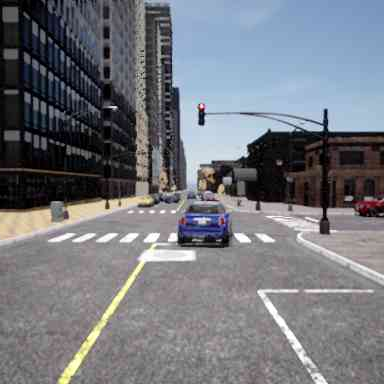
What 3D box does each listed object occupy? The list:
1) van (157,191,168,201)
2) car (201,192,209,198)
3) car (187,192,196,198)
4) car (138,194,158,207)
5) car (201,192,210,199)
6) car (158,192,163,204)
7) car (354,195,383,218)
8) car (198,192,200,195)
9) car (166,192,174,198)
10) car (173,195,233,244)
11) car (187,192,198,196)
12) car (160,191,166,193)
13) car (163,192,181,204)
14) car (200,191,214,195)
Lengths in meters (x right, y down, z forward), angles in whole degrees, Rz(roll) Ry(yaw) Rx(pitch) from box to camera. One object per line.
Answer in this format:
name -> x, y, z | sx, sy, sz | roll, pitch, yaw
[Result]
van -> -5.736, 0.751, 65.321 | 1.690, 1.788, 3.998 | -1, 1, 0
car -> 3.066, 0.771, 81.252 | 1.837, 1.490, 4.892 | 0, 0, 0
car -> -0.078, 0.727, 79.683 | 2.128, 1.511, 4.902 | 0, 1, 0
car -> -5.881, 1.139, 42.577 | 1.752, 1.417, 4.829 | -1, 1, 0
car -> 3.073, 0.833, 74.251 | 1.837, 1.490, 4.892 | 0, 0, 0
car -> -5.715, 1.128, 48.391 | 1.947, 1.339, 4.313 | -1, 1, 0
car -> 16.499, 1.165, 28.069 | 5.009, 1.841, 2.192 | 1, 1, 1
car -> 2.617, 0.775, 59.630 | 2.192, 1.841, 5.009 | -1, 1, 0
car -> -5.755, 0.735, 87.728 | 1.752, 1.417, 4.829 | -1, 1, 0
car -> 0.745, 1.211, 15.288 | 2.097, 1.767, 4.553 | 0, 0, 9
car -> -0.070, 0.714, 70.868 | 2.097, 1.767, 4.553 | 0, 1, 0
car -> -5.726, 1.026, 59.679 | 1.947, 1.339, 4.313 | -1, 1, 0
car -> -3.136, 1.097, 51.572 | 1.994, 1.385, 4.181 | 0, 1, 0
car -> 2.630, 1.002, 48.343 | 1.967, 1.590, 4.097 | -1, 1, 0
